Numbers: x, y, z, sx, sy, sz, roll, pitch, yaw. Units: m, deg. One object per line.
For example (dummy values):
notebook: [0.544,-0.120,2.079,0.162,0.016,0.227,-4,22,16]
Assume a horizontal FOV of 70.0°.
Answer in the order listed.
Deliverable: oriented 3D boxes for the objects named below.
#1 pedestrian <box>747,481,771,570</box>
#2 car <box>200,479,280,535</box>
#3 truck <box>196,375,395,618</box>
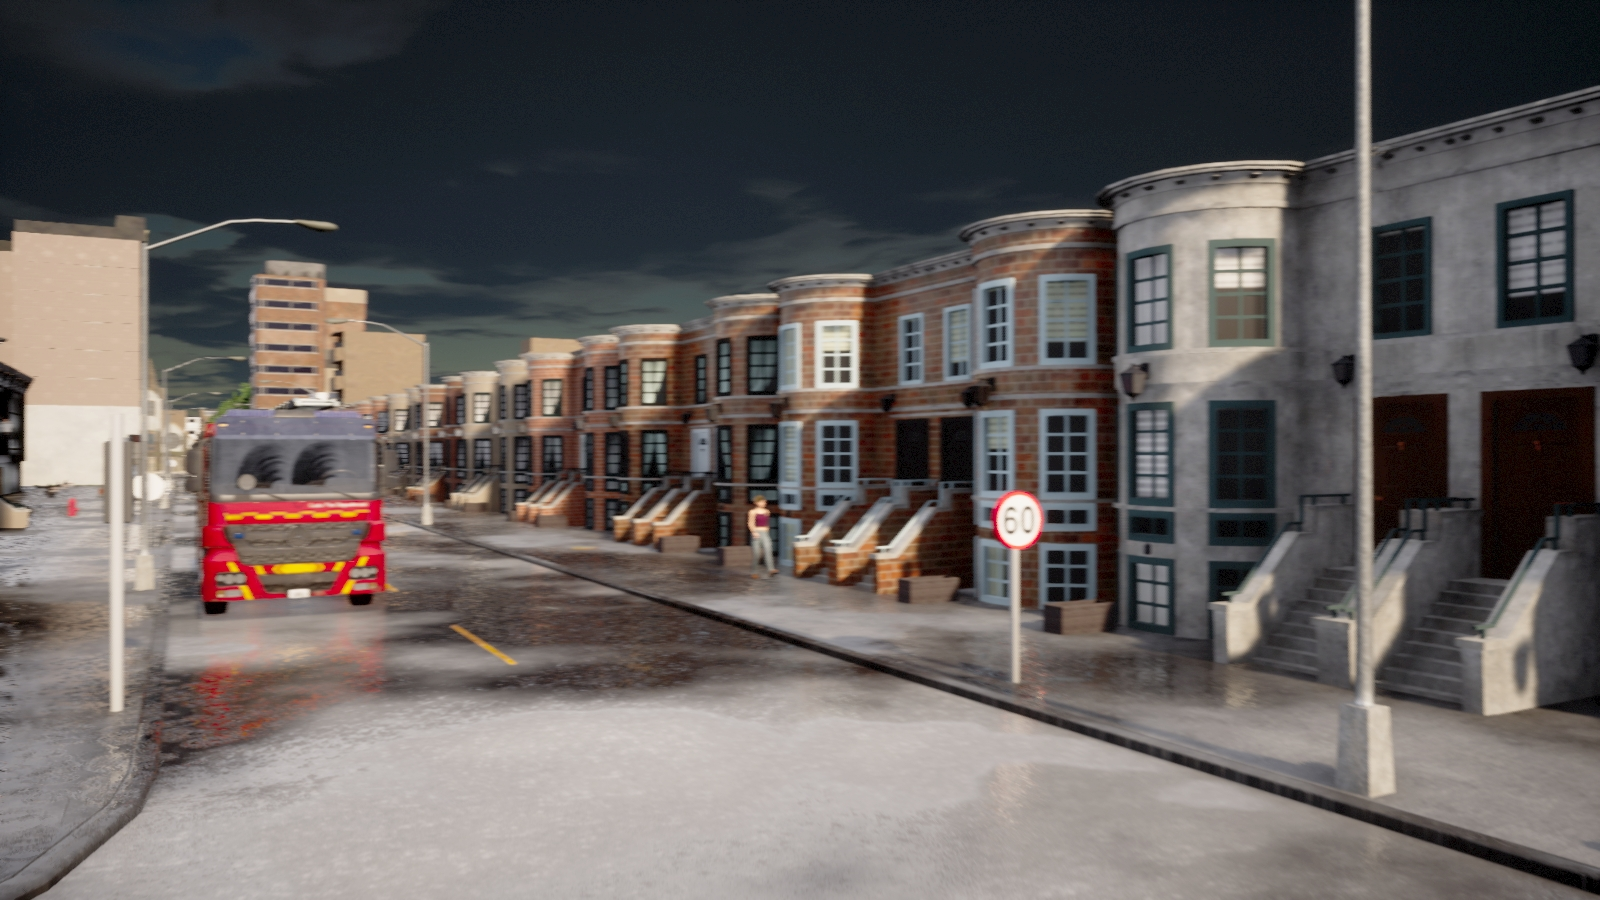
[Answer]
pedestrian: [-0.875,1.587,24.163,0.375,1.860,0.375,0,0,-27]
car: [-19.083,1.876,38.822,2.242,1.667,4.611,0,0,-29]
truck: [-10.165,0.744,22.424,2.891,3.827,8.468,0,0,-29]
